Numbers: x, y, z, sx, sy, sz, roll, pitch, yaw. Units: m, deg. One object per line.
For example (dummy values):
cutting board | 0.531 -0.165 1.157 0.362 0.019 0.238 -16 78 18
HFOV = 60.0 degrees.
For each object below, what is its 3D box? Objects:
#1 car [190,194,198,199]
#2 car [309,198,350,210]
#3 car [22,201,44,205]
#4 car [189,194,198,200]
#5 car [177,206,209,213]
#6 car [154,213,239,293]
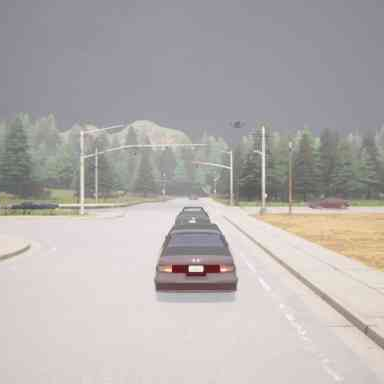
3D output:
car | 0.703 1.314 93.836 2.033 1.411 5.357 0 0 2
car | 16.518 1.423 40.177 4.674 1.442 1.812 0 0 1
car | -17.306 1.632 37.126 4.718 1.301 1.895 0 0 1
car | 0.314 1.407 83.790 1.994 1.385 4.181 0 0 2
car | 0.066 1.530 19.578 1.994 1.385 4.181 0 0 1
car | 0.085 1.535 8.971 2.033 1.411 5.357 0 0 0
